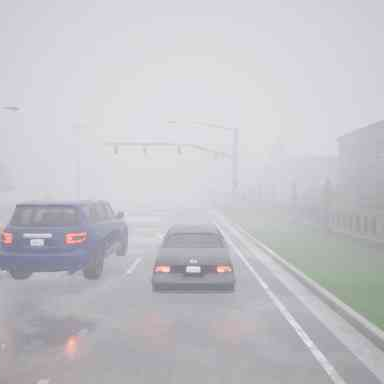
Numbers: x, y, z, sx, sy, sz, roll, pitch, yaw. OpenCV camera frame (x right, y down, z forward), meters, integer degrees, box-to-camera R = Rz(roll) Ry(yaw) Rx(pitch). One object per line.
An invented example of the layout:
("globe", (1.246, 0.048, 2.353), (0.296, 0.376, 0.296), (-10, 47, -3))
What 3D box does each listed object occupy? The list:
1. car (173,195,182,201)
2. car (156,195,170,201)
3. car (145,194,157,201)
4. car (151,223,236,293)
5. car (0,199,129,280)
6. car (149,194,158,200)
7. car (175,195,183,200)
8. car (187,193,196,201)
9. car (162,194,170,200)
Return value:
("car", (-3.633, 1.469, 82.575), (1.882, 1.535, 5.008), (0, 0, 0))
("car", (-7.134, 1.587, 83.016), (1.895, 1.301, 4.718), (0, 0, 0))
("car", (-10.634, 1.516, 82.980), (1.812, 1.442, 4.674), (0, 0, 0))
("car", (0.043, 1.547, 8.964), (2.033, 1.411, 5.357), (0, 0, 0))
("car", (-3.450, 1.221, 10.120), (2.150, 2.045, 5.566), (0, 0, 0))
("car", (-10.650, 1.310, 92.983), (1.882, 1.535, 5.008), (0, 0, 0))
("car", (-3.650, 1.427, 93.025), (1.895, 1.301, 4.718), (0, 0, 0))
("car", (-0.133, 1.216, 82.611), (2.150, 2.045, 5.566), (0, 0, 0))
("car", (-7.150, 1.384, 92.989), (1.994, 1.385, 4.181), (0, 0, 0))
